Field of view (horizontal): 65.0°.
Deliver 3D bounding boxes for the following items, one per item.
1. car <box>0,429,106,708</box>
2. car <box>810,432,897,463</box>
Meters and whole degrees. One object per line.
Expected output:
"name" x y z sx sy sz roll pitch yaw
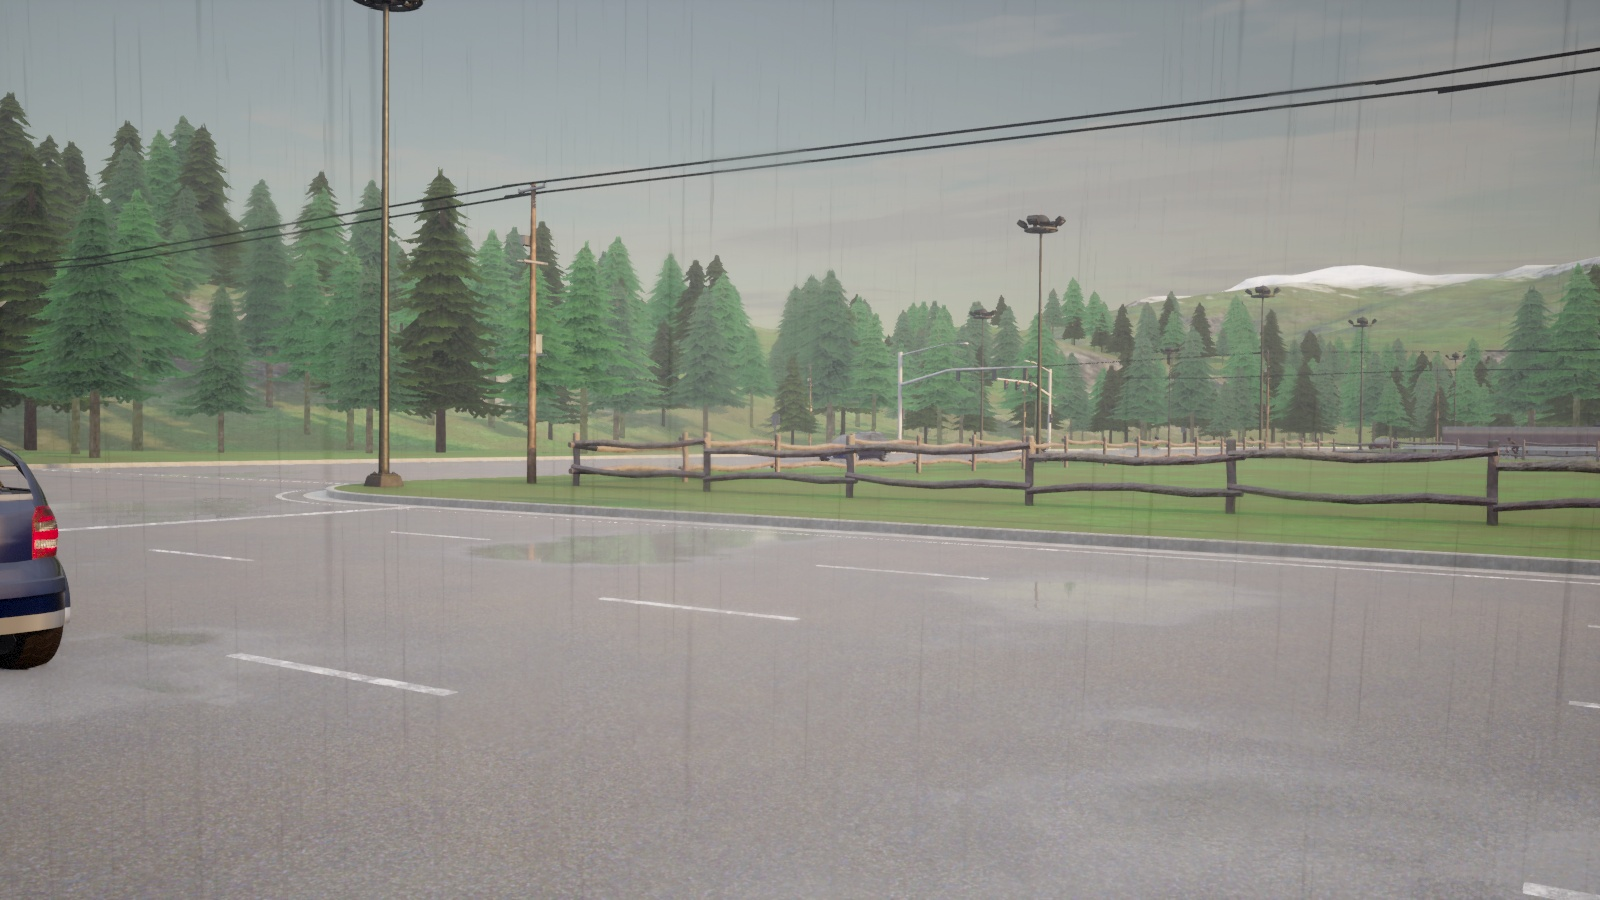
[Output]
"car" -6.158 0.660 7.713 3.705 1.549 1.789 0 1 34
"car" 2.720 -0.156 63.162 2.163 1.488 4.792 0 1 34
